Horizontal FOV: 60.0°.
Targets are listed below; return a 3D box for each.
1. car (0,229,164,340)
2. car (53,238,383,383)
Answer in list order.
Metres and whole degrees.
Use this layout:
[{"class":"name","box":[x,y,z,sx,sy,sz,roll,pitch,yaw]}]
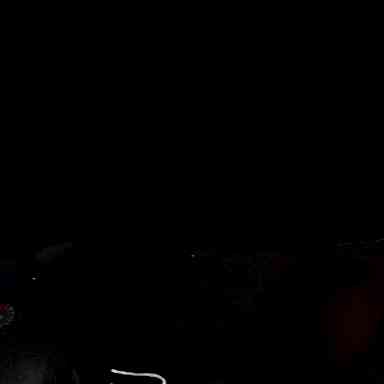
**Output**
[{"class":"car","box":[-2.071,1.505,6.609,4.674,1.442,1.812,0,0,-34]},{"class":"car","box":[1.014,1.460,4.471,5.008,1.535,1.882,0,0,-33]}]
